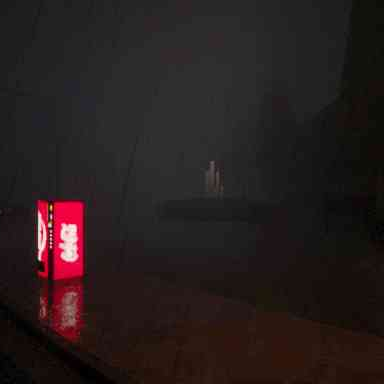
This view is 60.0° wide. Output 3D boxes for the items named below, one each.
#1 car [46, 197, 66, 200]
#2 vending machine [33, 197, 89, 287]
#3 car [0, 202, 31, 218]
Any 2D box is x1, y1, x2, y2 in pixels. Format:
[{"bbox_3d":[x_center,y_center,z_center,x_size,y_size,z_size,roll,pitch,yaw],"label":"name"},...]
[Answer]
[{"bbox_3d":[-15.998,1.352,39.681,2.097,1.767,4.553,0,0,1],"label":"car"},{"bbox_3d":[-3.372,1.195,8.562,1.100,2.100,0.880,0,0,-41],"label":"vending machine"},{"bbox_3d":[-16.024,1.563,29.594,1.994,1.385,4.181,0,0,-5],"label":"car"}]
